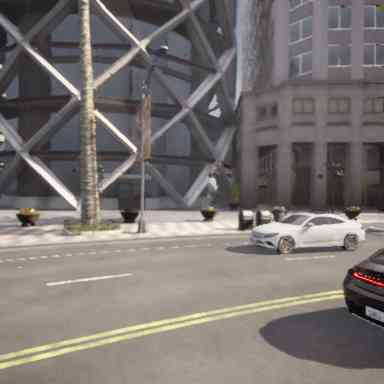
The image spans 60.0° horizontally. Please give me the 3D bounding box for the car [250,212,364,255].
[{"bbox_3d":[4.596,1.540,13.191,4.674,1.442,1.812,1,0,-17],"label":"car"}]

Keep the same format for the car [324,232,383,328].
[{"bbox_3d":[4.906,1.539,5.745,4.892,1.490,1.837,0,0,-22],"label":"car"}]
